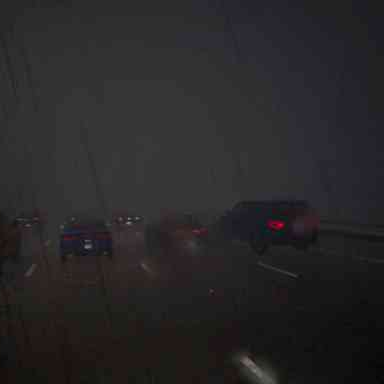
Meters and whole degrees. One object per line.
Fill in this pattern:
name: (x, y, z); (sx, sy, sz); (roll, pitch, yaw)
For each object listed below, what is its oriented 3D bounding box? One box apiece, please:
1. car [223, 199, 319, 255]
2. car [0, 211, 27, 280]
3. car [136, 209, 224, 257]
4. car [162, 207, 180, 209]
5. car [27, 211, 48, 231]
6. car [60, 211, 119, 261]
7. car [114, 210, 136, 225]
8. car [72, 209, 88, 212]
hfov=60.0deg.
car: (2.889, 1.328, 14.159); (2.150, 2.045, 5.566); (-1, -1, -19)
car: (-6.998, 1.569, 10.627); (2.150, 2.045, 5.566); (-1, -1, -19)
car: (-0.756, 1.701, 14.020); (2.128, 1.511, 4.902); (-1, -1, -19)
car: (-1.777, 1.962, 27.310); (2.033, 1.411, 5.357); (-1, -1, -19)
car: (-12.365, 2.196, 25.817); (2.128, 1.511, 4.902); (-1, -1, -19)
car: (-4.435, 1.793, 13.953); (1.882, 1.535, 5.008); (-1, -1, -19)
car: (-5.567, 2.129, 27.578); (1.895, 1.301, 4.718); (-1, -1, -19)
car: (-9.277, 2.162, 27.600); (1.812, 1.442, 4.674); (-1, -1, -19)
